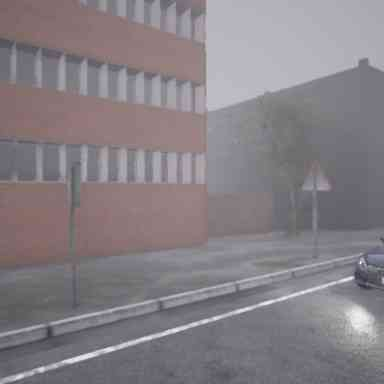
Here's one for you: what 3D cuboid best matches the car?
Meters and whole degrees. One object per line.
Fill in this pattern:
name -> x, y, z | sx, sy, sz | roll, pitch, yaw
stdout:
car -> 5.735, 1.494, 7.867 | 4.674, 1.442, 1.812 | 0, 0, -36
